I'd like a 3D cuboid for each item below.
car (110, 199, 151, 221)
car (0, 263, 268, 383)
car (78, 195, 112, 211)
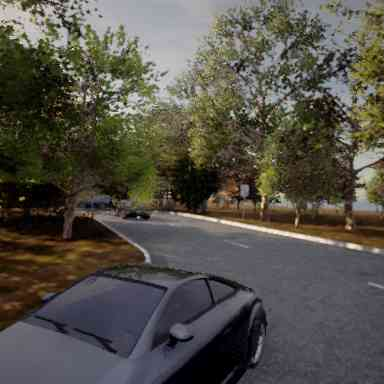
[{"bbox_3d":[-4.556,1.304,25.071,2.033,1.411,5.357,2,0,-21],"label":"car"},{"bbox_3d":[-0.645,1.585,3.637,1.994,1.385,4.181,1,0,30],"label":"car"},{"bbox_3d":[-9.949,1.049,35.365,4.553,1.767,2.097,1,-1,29],"label":"car"}]
